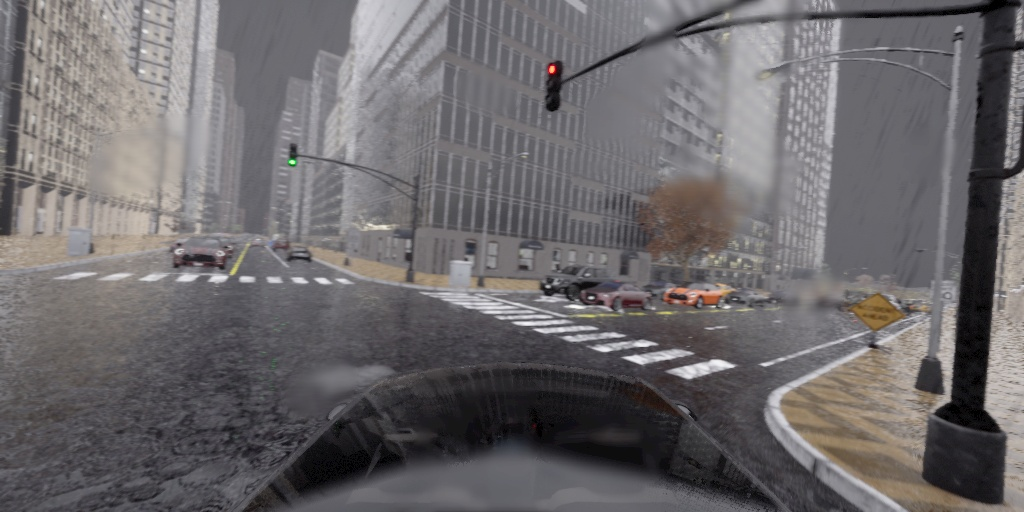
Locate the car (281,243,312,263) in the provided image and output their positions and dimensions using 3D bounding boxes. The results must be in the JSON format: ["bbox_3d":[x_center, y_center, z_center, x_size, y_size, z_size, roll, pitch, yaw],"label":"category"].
[{"bbox_3d":[-18.715,-0.211,31.352,1.948,1.339,4.313,0,0,-36],"label":"car"}]

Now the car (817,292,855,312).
[{"bbox_3d":[31.169,4.491,34.685,5.008,1.535,1.882,6,-1,-38],"label":"car"}]

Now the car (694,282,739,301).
[{"bbox_3d":[19.391,3.378,33.872,5.008,1.535,1.882,6,-1,-38],"label":"car"}]

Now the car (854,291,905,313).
[{"bbox_3d":[32.216,4.303,31.428,5.566,2.045,2.150,6,-1,-38],"label":"car"}]

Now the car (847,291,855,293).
[{"bbox_3d":[40.966,5.221,42.442,5.566,2.045,2.150,6,-1,-38],"label":"car"}]

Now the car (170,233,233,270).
[{"bbox_3d":[-16.974,-0.271,19.755,2.097,1.767,4.553,4,0,-37],"label":"car"}]

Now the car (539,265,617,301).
[{"bbox_3d":[4.215,1.586,21.834,5.566,2.045,2.150,6,-1,-38],"label":"car"}]

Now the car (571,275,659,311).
[{"bbox_3d":[5.426,2.015,18.674,4.181,1.385,1.994,6,-1,-38],"label":"car"}]

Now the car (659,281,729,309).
[{"bbox_3d":[12.245,2.491,24.064,4.553,1.767,2.097,6,-1,-38],"label":"car"}]

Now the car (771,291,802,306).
[{"bbox_3d":[27.416,4.221,36.060,5.357,1.411,2.033,6,-1,-38],"label":"car"}]

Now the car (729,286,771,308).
[{"bbox_3d":[19.271,3.415,29.640,4.181,1.385,1.994,6,-1,-38],"label":"car"}]

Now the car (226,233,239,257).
[{"bbox_3d":[-22.869,-0.751,27.888,2.097,1.767,4.553,4,0,-36],"label":"car"}]

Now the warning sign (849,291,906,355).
[{"bbox_3d":[11.715,2.096,11.648,1.060,1.860,1.300,0,0,-38],"label":"warning sign"}]

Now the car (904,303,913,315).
[{"bbox_3d":[40.531,5.273,38.086,4.553,1.767,2.097,6,-1,-38],"label":"car"}]

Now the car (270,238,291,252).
[{"bbox_3d":[-31.665,-1.523,49.240,2.192,1.841,5.009,0,0,-36],"label":"car"}]

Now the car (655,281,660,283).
[{"bbox_3d":[11.532,2.670,27.660,4.181,1.385,1.994,6,-1,-39],"label":"car"}]
